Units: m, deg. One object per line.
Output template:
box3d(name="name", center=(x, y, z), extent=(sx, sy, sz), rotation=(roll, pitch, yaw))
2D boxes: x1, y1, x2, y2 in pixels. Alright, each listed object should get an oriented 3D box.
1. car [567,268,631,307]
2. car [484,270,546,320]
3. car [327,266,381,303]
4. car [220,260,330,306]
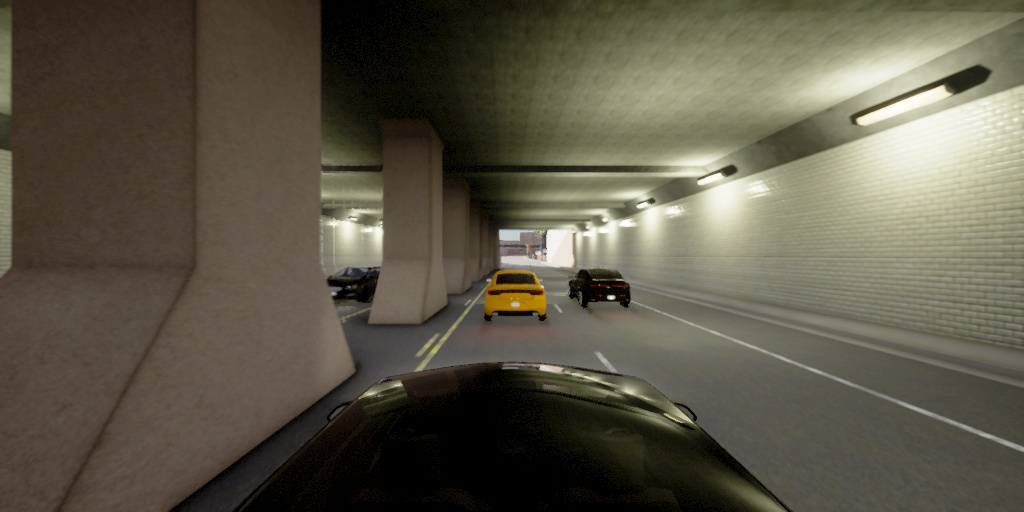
box3d(name="car", center=(3.600, 1.254, 15.421), extent=(1.837, 1.490, 4.892), rotation=(0, 0, 0))
box3d(name="car", center=(0.101, 1.227, 12.673), extent=(1.882, 1.535, 5.008), rotation=(0, 0, 0))
box3d(name="car", center=(-7.100, 1.240, 16.630), extent=(2.128, 1.511, 4.902), rotation=(0, 0, 0))
box3d(name="car", center=(-10.600, 1.100, 16.576), extent=(2.097, 1.767, 4.553), rotation=(0, 0, 0))
